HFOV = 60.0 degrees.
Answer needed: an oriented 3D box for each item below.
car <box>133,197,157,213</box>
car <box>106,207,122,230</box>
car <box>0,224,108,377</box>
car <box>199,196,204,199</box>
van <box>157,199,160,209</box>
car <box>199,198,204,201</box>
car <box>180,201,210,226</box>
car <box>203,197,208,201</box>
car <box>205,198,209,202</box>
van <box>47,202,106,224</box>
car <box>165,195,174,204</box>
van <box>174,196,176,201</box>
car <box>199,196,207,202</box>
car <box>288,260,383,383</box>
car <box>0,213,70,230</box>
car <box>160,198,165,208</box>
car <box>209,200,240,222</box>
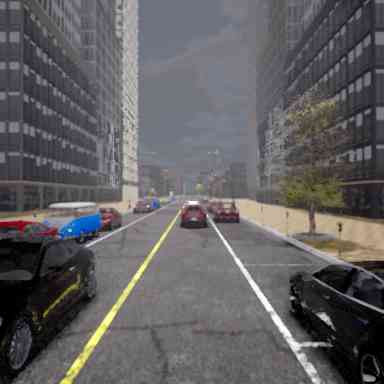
[{"bbox_3d":[-5.622,1.596,38.790,1.967,1.590,4.097,0,0,0],"label":"car"},{"bbox_3d":[-5.651,1.672,21.714,1.802,1.307,4.206,0,0,0],"label":"car"},{"bbox_3d":[-3.027,1.550,5.726,1.812,1.442,4.674,0,0,1],"label":"car"},{"bbox_3d":[2.816,1.720,72.913,1.967,1.590,4.097,0,0,0],"label":"car"},{"bbox_3d":[-5.612,1.518,44.483,1.690,1.788,3.998,0,0,0],"label":"van"},{"bbox_3d":[0.169,1.766,41.628,1.895,1.301,4.718,0,0,0],"label":"car"},{"bbox_3d":[0.139,1.625,24.266,1.812,1.442,4.674,0,0,0],"label":"car"},{"bbox_3d":[2.768,1.702,44.624,1.752,1.417,4.829,0,0,0],"label":"car"},{"bbox_3d":[2.758,1.737,38.761,1.802,1.307,4.206,0,0,0],"label":"car"},{"bbox_3d":[-5.660,1.409,16.023,1.690,1.788,3.998,0,0,0],"label":"van"},{"bbox_3d":[-5.565,1.805,72.772,1.752,1.417,4.829,0,0,0],"label":"car"},{"bbox_3d":[-5.545,1.661,84.328,1.690,1.788,3.998,0,0,0],"label":"van"},{"bbox_3d":[2.844,1.890,89.988,2.008,1.369,4.403,0,0,0],"label":"car"},{"bbox_3d":[2.701,1.586,4.610,1.947,1.339,4.313,0,0,0],"label":"car"},{"bbox_3d":[-5.670,1.589,10.329,1.887,1.381,4.507,0,0,0],"label":"car"},{"bbox_3d":[-5.603,1.764,50.175,1.947,1.339,4.313,0,0,0],"label":"car"},{"bbox_3d":[2.740,1.552,27.377,1.967,1.590,4.097,0,0,0],"label":"car"}]
